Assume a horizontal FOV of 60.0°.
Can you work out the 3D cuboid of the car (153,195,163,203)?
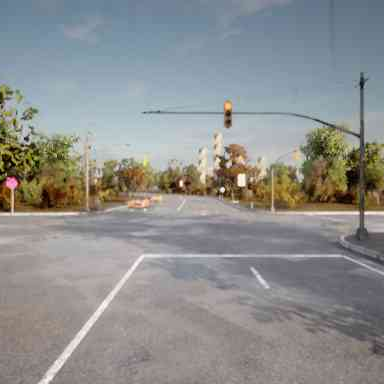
[{"bbox_3d":[-6.875,1.298,65.903,1.882,1.535,5.008,0,1,0],"label":"car"}]

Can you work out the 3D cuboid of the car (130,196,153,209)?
[{"bbox_3d":[-6.919,1.294,44.407,2.097,1.767,4.553,0,0,0],"label":"car"}]
